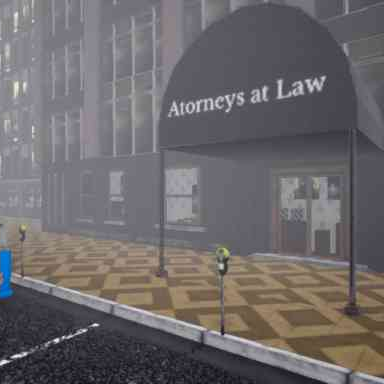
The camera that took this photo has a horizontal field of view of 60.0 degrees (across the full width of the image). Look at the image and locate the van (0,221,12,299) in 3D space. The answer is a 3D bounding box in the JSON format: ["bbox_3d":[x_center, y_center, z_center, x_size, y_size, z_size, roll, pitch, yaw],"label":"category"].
[{"bbox_3d":[-5.268,1.341,6.661,3.998,1.788,1.690,0,0,36],"label":"van"}]
